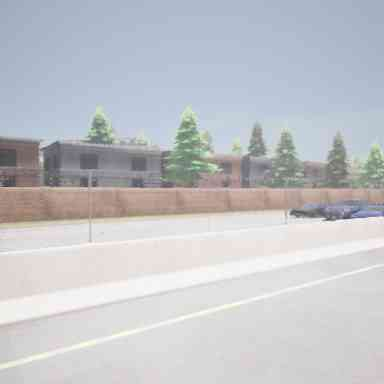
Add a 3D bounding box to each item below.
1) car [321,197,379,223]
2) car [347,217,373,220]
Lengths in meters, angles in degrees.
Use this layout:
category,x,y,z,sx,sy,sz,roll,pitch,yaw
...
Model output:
category,x,y,z,sx,sy,sz,roll,pitch,yaw
car,12.177,1.291,25.574,4.553,1.767,2.097,0,0,-35
car,11.947,1.472,21.113,4.674,1.442,1.812,0,0,-35
